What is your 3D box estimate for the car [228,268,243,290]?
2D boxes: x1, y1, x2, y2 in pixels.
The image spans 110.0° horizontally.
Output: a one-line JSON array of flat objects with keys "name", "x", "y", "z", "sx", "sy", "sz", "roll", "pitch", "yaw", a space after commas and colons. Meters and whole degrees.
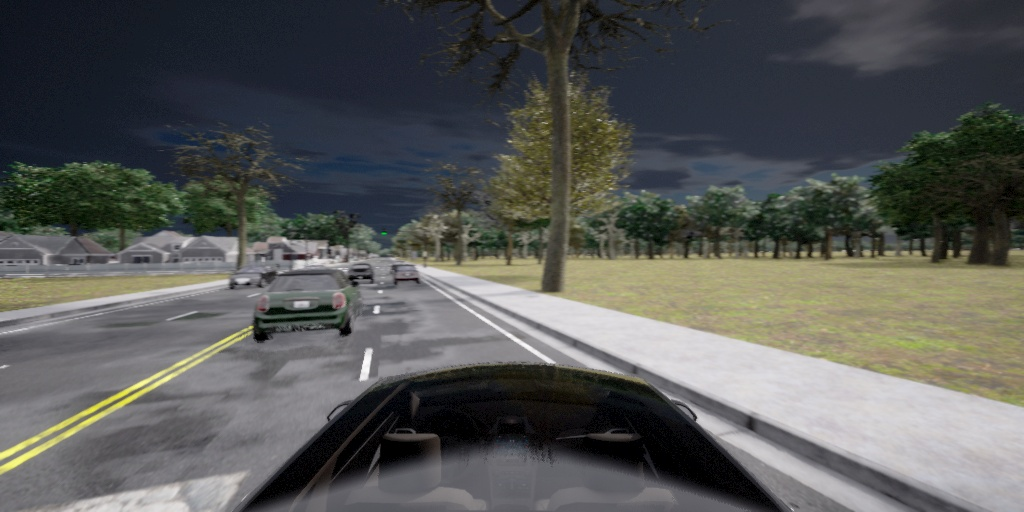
[{"name": "car", "x": -17.691, "y": 1.422, "z": 24.753, "sx": 2.128, "sy": 1.511, "sz": 4.902, "roll": -1, "pitch": 0, "yaw": -19}]

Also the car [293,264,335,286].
[{"name": "car", "x": -15.514, "y": 1.448, "z": 28.382, "sx": 2.033, "sy": 1.411, "sz": 5.357, "roll": -1, "pitch": 0, "yaw": -19}]

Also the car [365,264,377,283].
[{"name": "car", "x": -11.965, "y": 1.363, "z": 28.669, "sx": 1.837, "sy": 1.490, "sz": 4.892, "roll": -1, "pitch": 0, "yaw": -19}]

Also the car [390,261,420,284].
[{"name": "car", "x": -8.152, "y": 1.362, "z": 27.580, "sx": 2.033, "sy": 1.411, "sz": 5.357, "roll": -1, "pitch": 0, "yaw": -19}]

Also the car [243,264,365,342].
[{"name": "car", "x": -5.611, "y": 1.157, "z": 10.386, "sx": 2.097, "sy": 1.767, "sz": 4.553, "roll": -1, "pitch": 0, "yaw": -19}]
